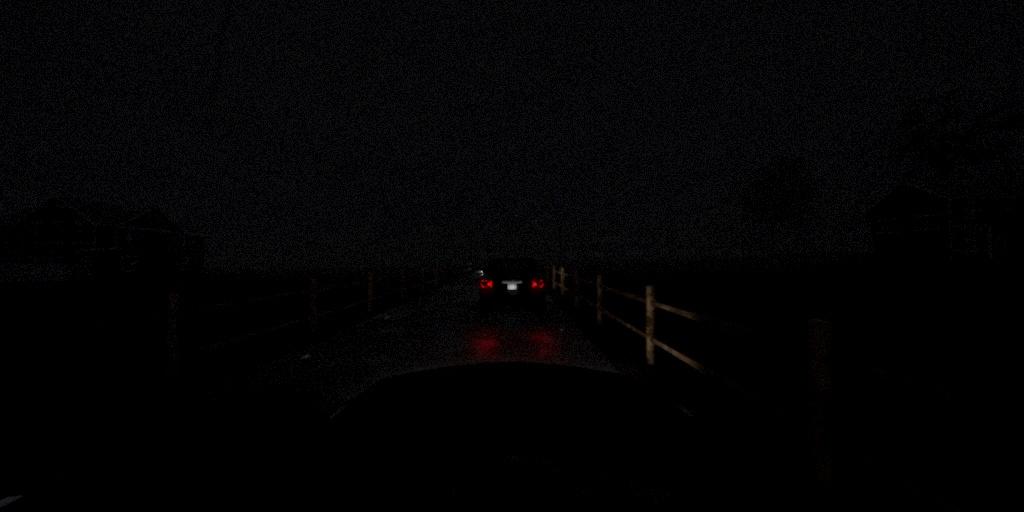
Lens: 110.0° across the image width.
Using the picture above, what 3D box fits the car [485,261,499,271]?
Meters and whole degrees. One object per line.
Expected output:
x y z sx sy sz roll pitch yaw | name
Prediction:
-2.858 1.399 52.129 1.895 1.301 4.718 0 0 0 | car

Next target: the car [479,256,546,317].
0.031 1.015 13.430 2.150 2.045 5.566 0 0 1 | car
